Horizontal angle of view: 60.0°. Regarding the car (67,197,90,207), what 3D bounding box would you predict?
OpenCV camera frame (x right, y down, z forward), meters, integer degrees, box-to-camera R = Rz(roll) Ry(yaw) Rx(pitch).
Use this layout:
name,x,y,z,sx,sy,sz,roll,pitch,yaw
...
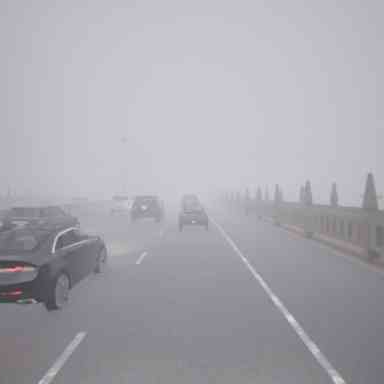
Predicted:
name,x,y,z,sx,sy,sz,roll,pitch,yaw
car,-18.279,1.597,53.721,2.128,1.511,4.902,0,0,-1

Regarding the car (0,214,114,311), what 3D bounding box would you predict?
name,x,y,z,sx,sy,sz,roll,pitch,yaw
car,-3.397,1.507,7.781,2.128,1.511,4.902,0,0,0

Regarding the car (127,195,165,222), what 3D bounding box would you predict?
name,x,y,z,sx,sy,sz,roll,pitch,yaw
car,-3.470,1.273,26.667,2.150,2.045,5.566,0,0,-1

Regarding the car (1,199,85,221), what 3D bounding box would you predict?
name,x,y,z,sx,sy,sz,roll,pitch,yaw
car,-6.894,1.382,15.457,2.097,1.767,4.553,0,0,0

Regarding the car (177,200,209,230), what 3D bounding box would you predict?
name,x,y,z,sx,sy,sz,roll,pitch,yaw
car,0.082,1.534,21.666,2.128,1.511,4.902,0,0,0

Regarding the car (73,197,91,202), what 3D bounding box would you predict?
name,x,y,z,sx,sy,sz,roll,pitch,yaw
car,-14.504,1.434,42.743,2.097,1.767,4.553,0,0,-1

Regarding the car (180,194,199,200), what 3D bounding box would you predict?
name,x,y,z,sx,sy,sz,roll,pitch,yaw
car,-0.304,1.301,40.794,2.150,2.045,5.566,0,0,-2

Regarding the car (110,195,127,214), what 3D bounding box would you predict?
name,x,y,z,sx,sy,sz,roll,pitch,yaw
car,-7.157,1.290,35.272,2.150,2.045,5.566,0,0,-1

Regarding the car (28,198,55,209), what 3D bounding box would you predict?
name,x,y,z,sx,sy,sz,roll,pitch,yaw
car,-21.634,1.657,48.013,1.994,1.385,4.181,0,0,-1
